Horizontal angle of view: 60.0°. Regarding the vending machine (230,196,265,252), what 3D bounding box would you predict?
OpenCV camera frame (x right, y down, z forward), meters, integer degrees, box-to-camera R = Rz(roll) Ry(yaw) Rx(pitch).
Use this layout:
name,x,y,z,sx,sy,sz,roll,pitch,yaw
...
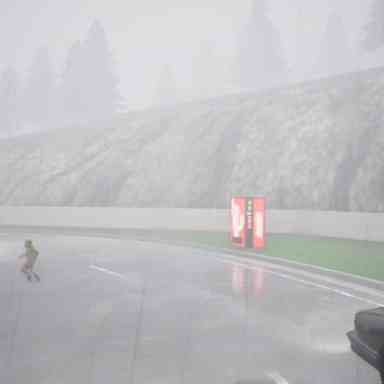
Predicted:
name,x,y,z,sx,sy,sz,roll,pitch,yaw
vending machine,2.180,1.195,13.058,1.100,2.100,0.880,0,0,-43

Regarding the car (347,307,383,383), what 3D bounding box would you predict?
name,x,y,z,sx,sy,sz,roll,pitch,yaw
car,3.341,1.548,1.905,2.033,1.411,5.357,0,0,-11

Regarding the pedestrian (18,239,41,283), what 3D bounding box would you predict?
name,x,y,z,sx,sy,sz,roll,pitch,yaw
pedestrian,-3.924,1.674,8.126,0.500,1.100,0.500,0,0,-45
